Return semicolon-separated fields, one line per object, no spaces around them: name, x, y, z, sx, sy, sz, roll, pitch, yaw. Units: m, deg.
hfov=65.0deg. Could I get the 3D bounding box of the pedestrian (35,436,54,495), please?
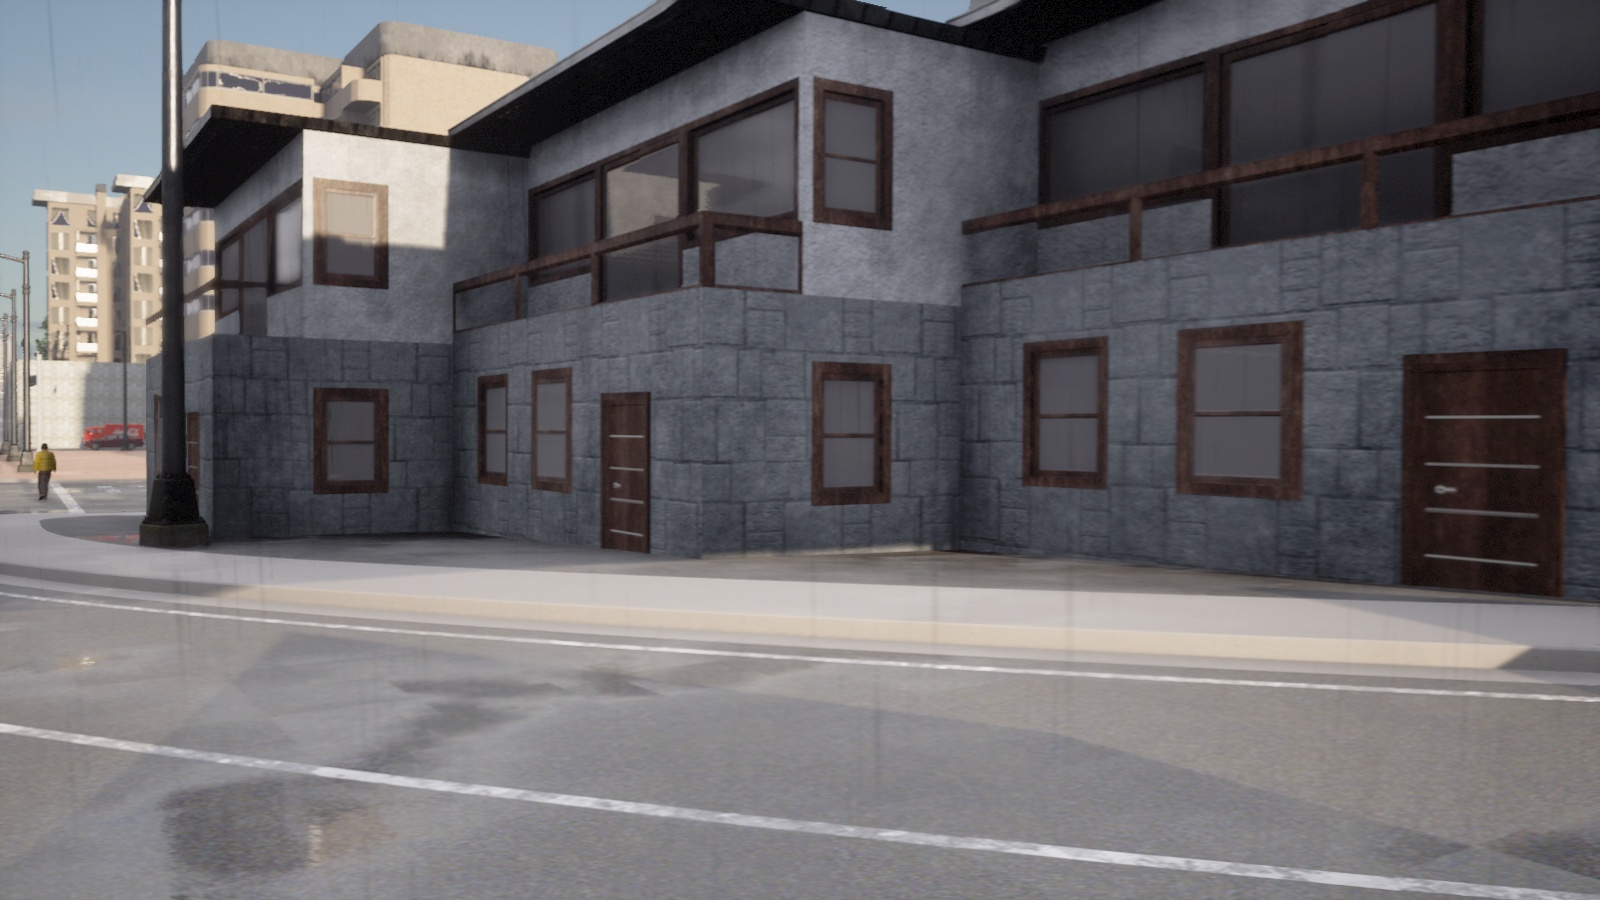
pedestrian;-23.738;0.472;39.448;0.431;1.840;0.709;0;1;-37
